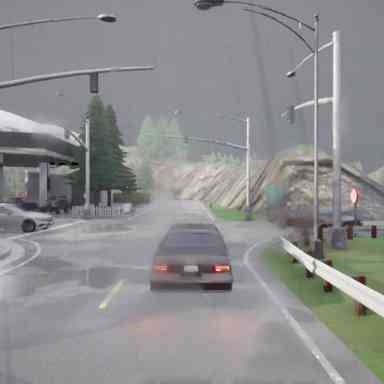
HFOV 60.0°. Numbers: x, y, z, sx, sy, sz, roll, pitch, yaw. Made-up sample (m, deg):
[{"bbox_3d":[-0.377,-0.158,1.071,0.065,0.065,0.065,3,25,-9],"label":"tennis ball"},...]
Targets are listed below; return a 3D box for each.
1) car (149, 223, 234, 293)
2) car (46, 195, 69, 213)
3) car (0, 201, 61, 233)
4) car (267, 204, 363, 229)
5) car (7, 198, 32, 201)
[{"bbox_3d":[0.034,1.547,9.012,2.033,1.411,5.357,0,0,1],"label":"car"},{"bbox_3d":[-14.578,1.312,35.407,1.905,1.878,3.866,0,0,-1],"label":"car"},{"bbox_3d":[-9.725,1.342,17.499,4.674,1.442,1.812,0,0,-1],"label":"car"},{"bbox_3d":[6.275,1.359,17.671,2.033,1.411,5.357,0,0,-26],"label":"car"},{"bbox_3d":[-20.291,1.479,39.677,2.242,1.667,4.611,0,0,-1],"label":"car"}]
